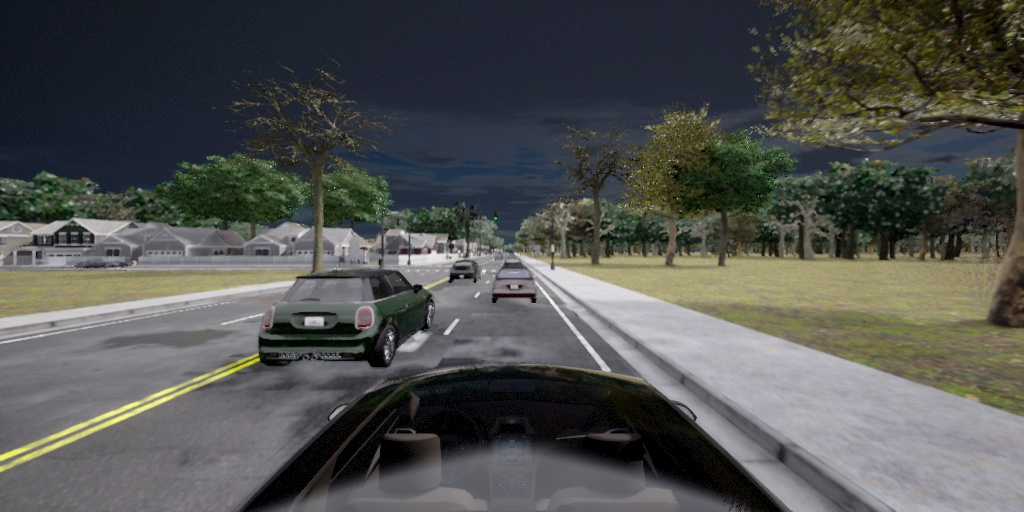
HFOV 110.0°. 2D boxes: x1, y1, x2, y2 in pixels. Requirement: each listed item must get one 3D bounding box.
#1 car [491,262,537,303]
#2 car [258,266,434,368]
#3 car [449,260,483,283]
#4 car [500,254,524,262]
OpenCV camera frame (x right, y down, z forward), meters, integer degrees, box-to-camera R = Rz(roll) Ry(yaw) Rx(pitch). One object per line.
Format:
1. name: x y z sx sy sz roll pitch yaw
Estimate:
1. car: 0.093 1.150 15.727 2.033 1.411 5.357 0 1 0
2. car: -3.155 1.040 7.882 2.097 1.767 4.553 0 1 0
3. car: -3.159 1.009 24.911 1.837 1.490 4.892 0 1 0
4. car: 0.081 0.879 34.410 1.882 1.535 5.008 0 1 0
